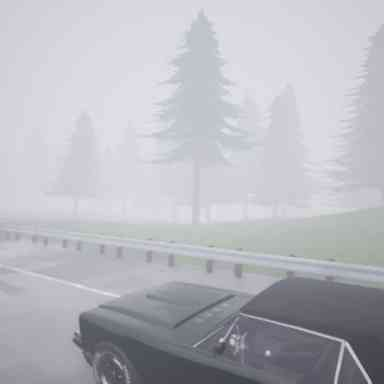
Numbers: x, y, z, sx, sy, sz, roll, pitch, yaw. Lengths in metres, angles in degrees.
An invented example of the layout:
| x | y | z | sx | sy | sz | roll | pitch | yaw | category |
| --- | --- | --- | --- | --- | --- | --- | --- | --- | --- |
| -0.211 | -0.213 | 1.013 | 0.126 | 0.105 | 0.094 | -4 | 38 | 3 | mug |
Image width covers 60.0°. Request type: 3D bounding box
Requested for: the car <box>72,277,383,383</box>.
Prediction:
| x | y | z | sx | sy | sz | roll | pitch | yaw | category |
| --- | --- | --- | --- | --- | --- | --- | --- | --- | --- |
| 0.920 | 1.601 | 3.337 | 4.718 | 1.301 | 1.895 | 0 | 0 | 35 | car |
